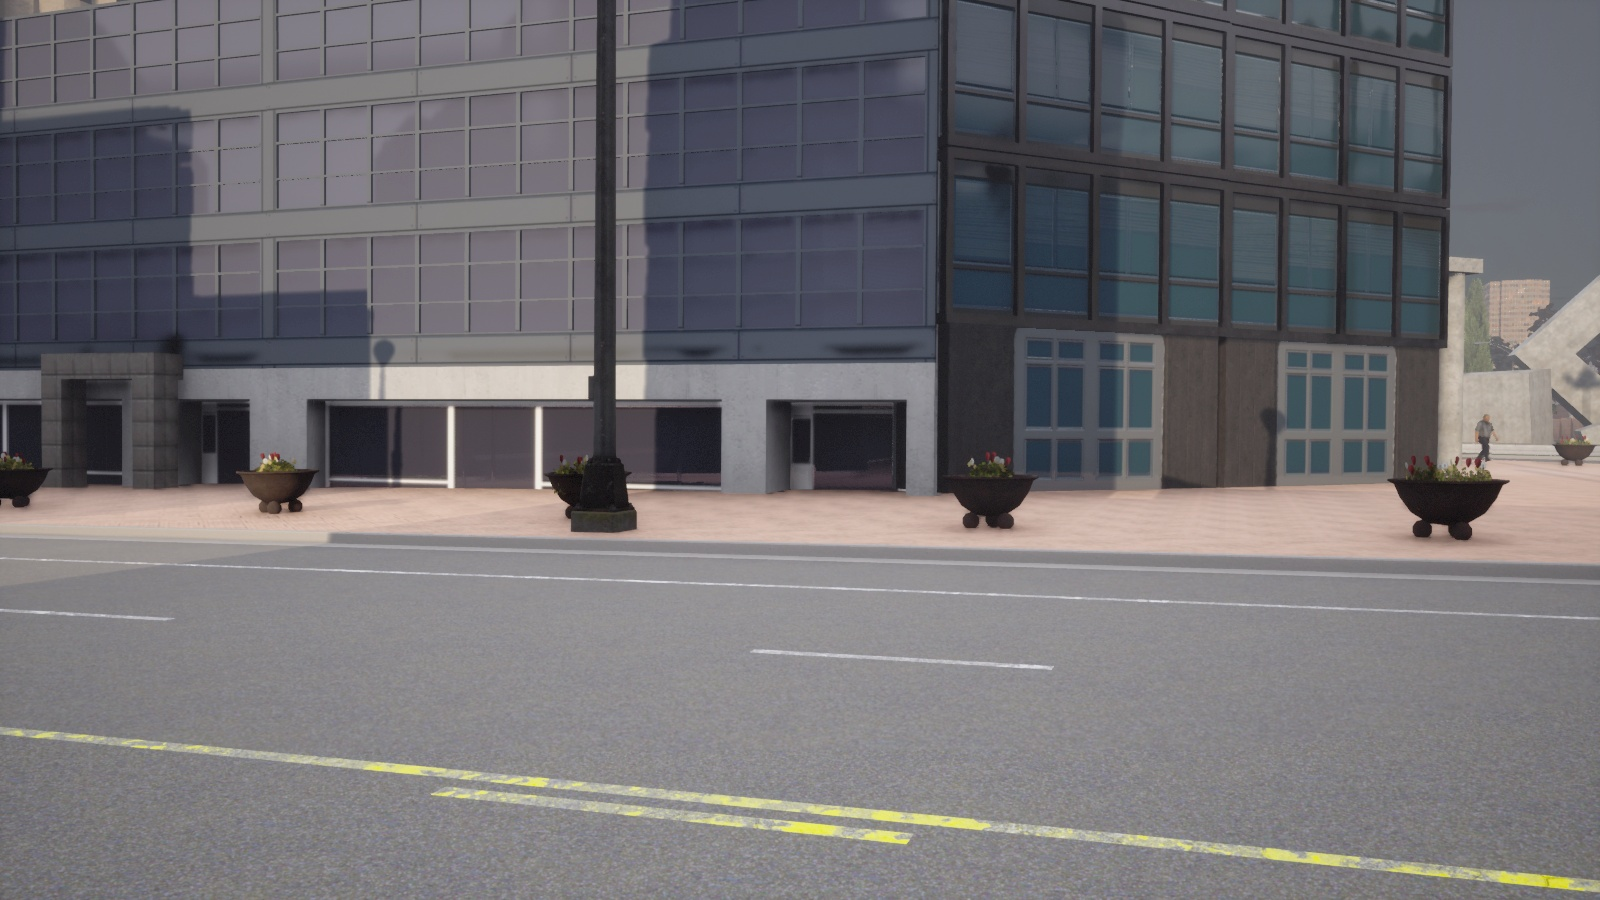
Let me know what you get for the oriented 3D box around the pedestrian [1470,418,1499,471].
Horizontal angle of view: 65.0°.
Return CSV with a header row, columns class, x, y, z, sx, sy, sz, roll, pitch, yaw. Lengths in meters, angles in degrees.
class,x,y,z,sx,sy,sz,roll,pitch,yaw
pedestrian,24.245,-0.211,44.463,0.540,1.848,0.694,1,1,-9
